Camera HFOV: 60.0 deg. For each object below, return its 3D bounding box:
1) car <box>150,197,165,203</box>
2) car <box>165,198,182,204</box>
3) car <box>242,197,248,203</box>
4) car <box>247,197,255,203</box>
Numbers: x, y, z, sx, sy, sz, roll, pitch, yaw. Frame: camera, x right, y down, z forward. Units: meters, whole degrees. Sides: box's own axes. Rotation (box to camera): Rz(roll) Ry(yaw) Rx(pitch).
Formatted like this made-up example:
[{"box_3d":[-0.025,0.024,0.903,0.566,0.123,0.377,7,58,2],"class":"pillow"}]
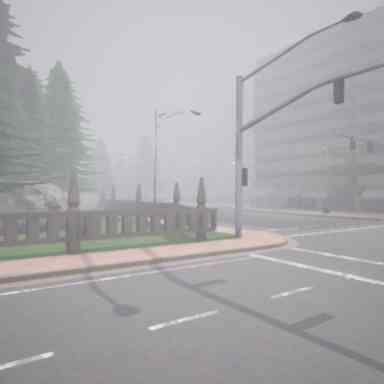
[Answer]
[{"box_3d":[-6.517,1.751,63.908,2.128,1.511,4.902,0,0,14],"class":"car"},{"box_3d":[-3.137,1.806,62.979,1.812,1.442,4.674,0,-1,13],"class":"car"},{"box_3d":[13.793,2.031,82.820,4.674,1.442,1.812,1,0,-35],"class":"car"},{"box_3d":[16.130,2.075,80.210,4.181,1.385,1.994,1,0,-35],"class":"car"}]
